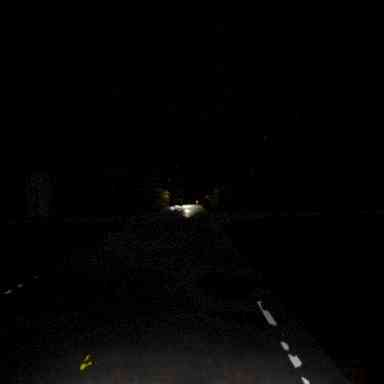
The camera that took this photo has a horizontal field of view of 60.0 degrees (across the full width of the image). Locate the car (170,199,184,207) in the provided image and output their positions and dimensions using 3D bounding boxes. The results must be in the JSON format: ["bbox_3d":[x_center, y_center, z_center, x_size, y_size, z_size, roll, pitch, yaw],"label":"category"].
[{"bbox_3d":[-2.727,1.952,57.869,1.994,1.385,4.181,0,-1,0],"label":"car"}]

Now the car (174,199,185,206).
[{"bbox_3d":[-2.722,2.204,71.811,2.128,1.511,4.902,0,-1,0],"label":"car"}]
